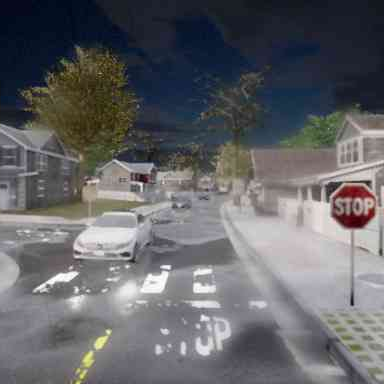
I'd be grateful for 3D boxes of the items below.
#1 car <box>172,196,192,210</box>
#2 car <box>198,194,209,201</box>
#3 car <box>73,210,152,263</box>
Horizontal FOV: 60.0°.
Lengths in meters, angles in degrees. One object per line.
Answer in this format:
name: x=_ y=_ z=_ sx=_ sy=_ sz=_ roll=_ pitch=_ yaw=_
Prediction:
car: x=-1.039 y=1.158 z=36.349 sx=2.128 sy=1.511 sz=4.902 roll=0 pitch=1 yaw=5
car: x=2.274 y=0.999 z=63.534 sx=2.033 sy=1.411 sz=5.357 roll=0 pitch=0 yaw=9
car: x=-2.513 y=1.385 z=11.615 sx=1.812 sy=1.442 sz=4.674 roll=2 pitch=2 yaw=2
